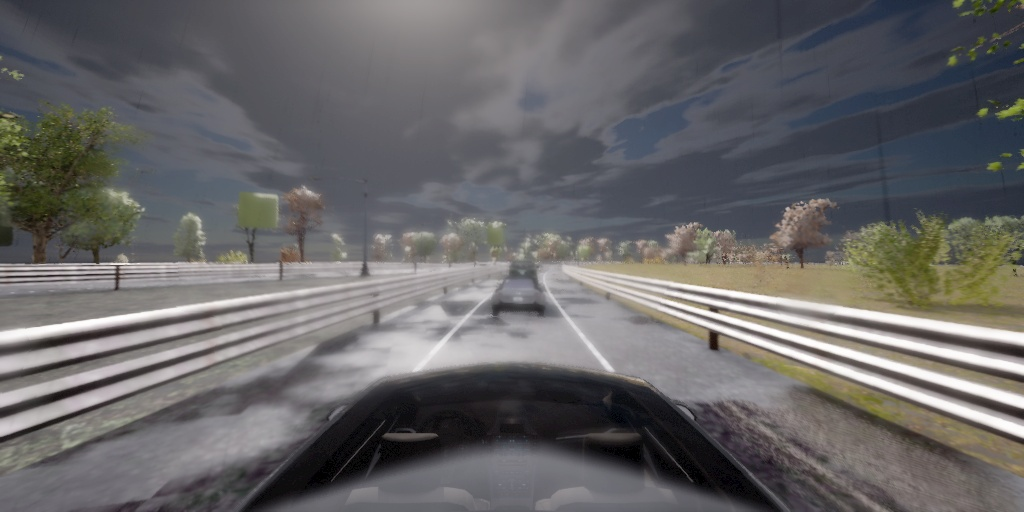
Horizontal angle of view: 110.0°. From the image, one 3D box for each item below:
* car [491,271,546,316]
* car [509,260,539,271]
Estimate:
[{"bbox_3d":[0.296,1.478,14.339,1.994,1.385,4.181,0,-1,2],"label":"car"},{"bbox_3d":[0.926,1.312,27.940,2.150,2.045,5.566,0,0,4],"label":"car"}]
